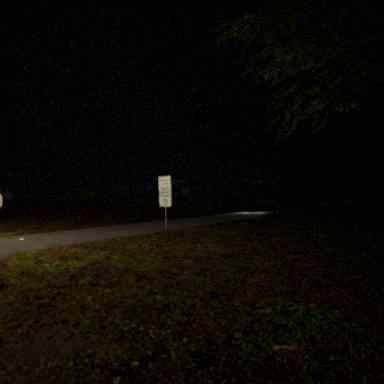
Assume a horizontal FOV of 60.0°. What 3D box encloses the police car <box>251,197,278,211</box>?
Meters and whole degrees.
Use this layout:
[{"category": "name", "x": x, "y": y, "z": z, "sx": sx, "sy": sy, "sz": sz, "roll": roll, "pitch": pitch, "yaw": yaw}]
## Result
[{"category": "police car", "x": 8.921, "y": 1.488, "z": 41.136, "sx": 1.930, "sy": 1.638, "sz": 5.238, "roll": -3, "pitch": -2, "yaw": 35}]
